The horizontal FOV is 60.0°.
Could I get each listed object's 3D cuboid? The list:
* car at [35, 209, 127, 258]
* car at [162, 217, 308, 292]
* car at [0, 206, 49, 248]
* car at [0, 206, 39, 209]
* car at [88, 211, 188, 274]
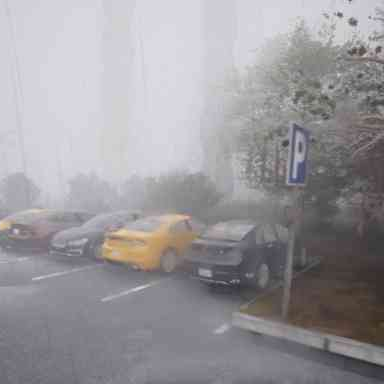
[{"bbox_3d":[-2.781,1.472,12.372,2.231,1.521,4.892,0,0,36],"label":"car"},{"bbox_3d":[1.690,1.483,9.155,2.231,1.521,4.892,0,0,36],"label":"car"},{"bbox_3d":[-5.004,1.494,13.993,2.163,1.488,4.792,0,0,36],"label":"car"},{"bbox_3d":[-7.373,1.448,15.425,1.946,1.575,5.366,0,0,36],"label":"car"},{"bbox_3d":[-0.549,1.478,10.760,2.097,1.535,5.008,0,0,36],"label":"car"}]
